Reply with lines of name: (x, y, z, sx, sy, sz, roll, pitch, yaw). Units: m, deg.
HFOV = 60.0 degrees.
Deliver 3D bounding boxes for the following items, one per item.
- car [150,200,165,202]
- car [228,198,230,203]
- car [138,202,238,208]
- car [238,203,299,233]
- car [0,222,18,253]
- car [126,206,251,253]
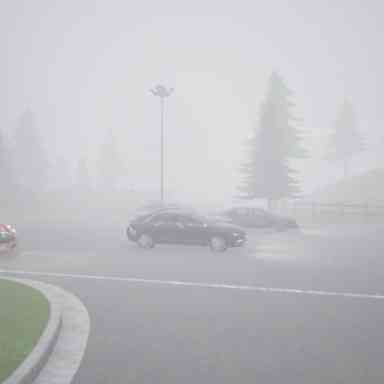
car: (-3.607, 1.619, 37.946, 4.718, 1.301, 1.895, 0, 0, -36)
car: (8.110, 1.557, 62.804, 1.837, 1.490, 4.892, 2, 0, -8)
car: (-0.389, 1.488, 17.136, 5.008, 1.535, 1.882, 0, 0, 14)
car: (3.515, 1.565, 19.787, 5.357, 1.411, 2.033, 0, 0, 14)
car: (-8.664, 1.345, 11.950, 4.553, 1.767, 2.097, 0, 0, 14)
car: (-0.247, 1.506, 13.504, 4.892, 1.490, 1.837, 0, 0, 14)
